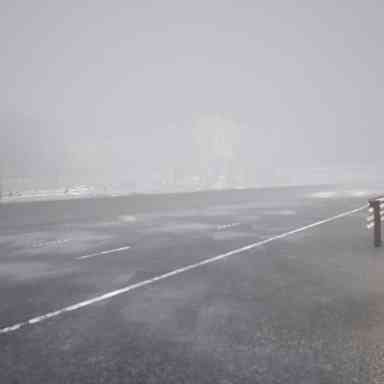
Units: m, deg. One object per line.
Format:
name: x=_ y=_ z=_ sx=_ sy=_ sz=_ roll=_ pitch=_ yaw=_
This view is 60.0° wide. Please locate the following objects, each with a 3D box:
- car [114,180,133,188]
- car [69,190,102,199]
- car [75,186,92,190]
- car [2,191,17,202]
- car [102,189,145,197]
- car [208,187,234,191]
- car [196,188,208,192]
car: x=-15.100 y=-1.660 z=73.802 sx=2.150 sy=2.045 sz=5.566 roll=-2 pitch=4 yaw=20
car: x=-10.997 y=0.872 z=36.800 sx=2.128 sy=1.511 sz=4.902 roll=-1 pitch=2 yaw=39
car: x=-19.936 y=-0.302 z=59.295 sx=1.882 sy=1.535 sz=5.008 roll=-2 pitch=3 yaw=18
car: x=-24.617 y=0.593 z=42.852 sx=2.128 sy=1.511 sz=4.902 roll=-2 pitch=2 yaw=15
car: x=-6.857 y=0.727 z=36.377 sx=1.882 sy=1.535 sz=5.008 roll=-1 pitch=1 yaw=39
car: x=5.186 y=0.023 z=51.453 sx=2.128 sy=1.511 sz=4.902 roll=-1 pitch=1 yaw=39
car: x=2.172 y=0.086 z=53.266 sx=2.128 sy=1.511 sz=4.902 roll=-1 pitch=1 yaw=39
